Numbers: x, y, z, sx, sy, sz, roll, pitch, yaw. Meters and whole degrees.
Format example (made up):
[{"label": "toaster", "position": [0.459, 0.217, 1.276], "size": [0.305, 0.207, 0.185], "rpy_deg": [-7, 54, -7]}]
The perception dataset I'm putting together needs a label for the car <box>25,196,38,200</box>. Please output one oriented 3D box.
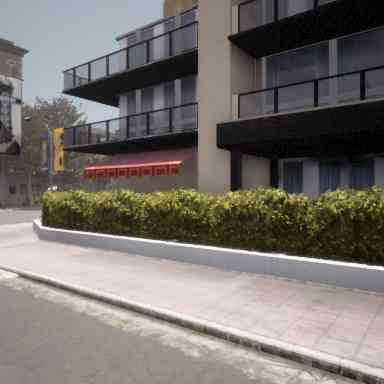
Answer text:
[{"label": "car", "position": [-34.539, 1.481, 68.283], "size": [4.892, 1.521, 2.231], "rpy_deg": [0, 0, 37]}]
